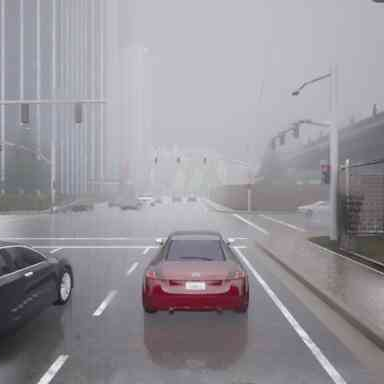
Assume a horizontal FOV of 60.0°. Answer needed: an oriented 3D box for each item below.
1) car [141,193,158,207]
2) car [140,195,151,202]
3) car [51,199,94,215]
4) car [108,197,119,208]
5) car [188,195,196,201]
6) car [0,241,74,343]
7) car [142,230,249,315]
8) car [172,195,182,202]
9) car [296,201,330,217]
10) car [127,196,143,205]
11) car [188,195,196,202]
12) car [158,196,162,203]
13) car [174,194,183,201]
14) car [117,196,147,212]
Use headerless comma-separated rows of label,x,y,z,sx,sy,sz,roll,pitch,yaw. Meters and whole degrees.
car,-7.086,1.221,52.266,2.150,2.045,5.566,0,0,0
car,-10.492,1.485,75.131,1.837,1.490,4.892,0,0,0
car,-12.365,1.526,34.725,2.128,1.511,4.902,1,0,26
car,-10.591,1.506,47.237,1.837,1.490,4.892,0,0,0
car,0.009,1.478,85.198,1.882,1.535,5.008,0,0,0
car,-3.441,1.505,5.198,1.837,1.490,4.892,0,0,0
car,0.073,1.564,7.654,1.994,1.385,4.181,0,0,0
car,-3.492,1.495,74.245,1.837,1.490,4.892,0,0,0
car,12.370,1.581,31.754,4.674,1.442,1.812,0,0,-3
car,-10.546,1.547,62.331,2.033,1.411,5.357,0,0,1
car,0.016,1.478,74.791,1.882,1.535,5.008,0,0,0
car,-7.019,1.506,66.245,1.837,1.490,4.892,0,0,0
car,-3.491,1.386,84.669,2.128,1.511,4.902,0,0,0
car,-7.094,1.550,39.725,2.033,1.411,5.357,0,0,0
